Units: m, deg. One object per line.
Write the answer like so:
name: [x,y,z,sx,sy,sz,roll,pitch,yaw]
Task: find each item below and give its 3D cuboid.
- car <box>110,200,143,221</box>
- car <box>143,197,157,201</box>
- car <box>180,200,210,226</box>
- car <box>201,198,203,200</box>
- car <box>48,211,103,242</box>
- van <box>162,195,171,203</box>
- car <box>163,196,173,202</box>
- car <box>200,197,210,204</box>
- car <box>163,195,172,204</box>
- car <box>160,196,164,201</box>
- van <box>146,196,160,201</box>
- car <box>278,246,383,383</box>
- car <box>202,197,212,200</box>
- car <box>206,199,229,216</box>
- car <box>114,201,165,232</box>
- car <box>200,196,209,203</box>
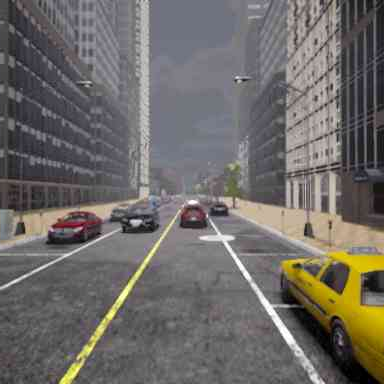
car: [-5.689,1.627,28.085,2.008,1.369,4.403,0,0,0]
car: [-5.689,1.650,39.469,1.887,1.381,4.507,0,0,0]
car: [0.101,1.592,24.167,1.812,1.442,4.674,0,0,0]
car: [0.098,1.713,42.446,1.895,1.301,4.718,0,0,0]
car: [-5.687,1.629,16.699,1.802,1.307,4.206,0,0,0]
van: [-5.689,1.521,73.623,1.690,1.788,3.998,0,0,0]
car: [-5.691,1.757,79.315,1.947,1.339,4.313,0,0,0]
car: [2.690,1.751,67.916,1.802,1.307,4.206,0,0,0]
car: [-5.690,1.608,67.930,1.967,1.590,4.097,0,0,0]
car: [-5.690,1.713,50.854,1.802,1.307,4.206,0,0,0]
van: [-5.688,1.460,45.163,1.690,1.788,3.998,0,0,0]
car: [2.694,1.542,5.474,1.752,1.417,4.829,0,0,0]
car: [2.692,1.585,56.532,1.967,1.590,4.097,0,0,0]
car: [2.692,1.657,33.765,1.947,1.339,4.313,0,0,0]
car: [-3.096,1.549,20.764,2.128,1.511,4.902,0,0,0]
car: [2.690,1.706,73.778,1.752,1.417,4.829,0,0,0]
